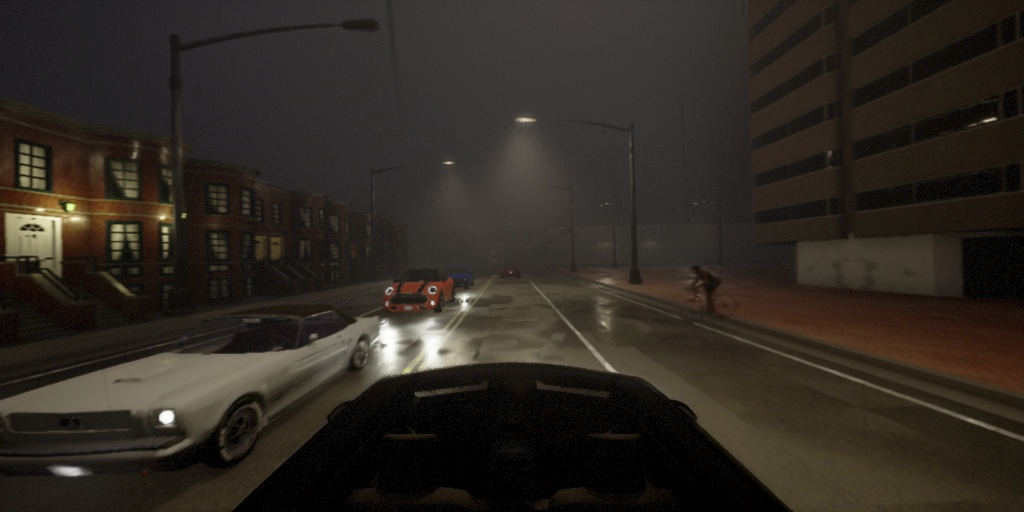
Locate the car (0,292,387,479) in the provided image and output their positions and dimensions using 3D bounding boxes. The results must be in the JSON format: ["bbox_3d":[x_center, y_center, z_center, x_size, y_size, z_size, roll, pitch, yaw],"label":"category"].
[{"bbox_3d":[-3.608,1.452,5.120,1.895,1.301,4.718,-1,0,0],"label":"car"}]

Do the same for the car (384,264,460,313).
[{"bbox_3d":[-3.676,1.258,14.883,2.097,1.767,4.553,-1,0,0],"label":"car"}]

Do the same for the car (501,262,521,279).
[{"bbox_3d":[-0.142,1.507,36.254,1.994,1.385,4.181,-1,0,0],"label":"car"}]

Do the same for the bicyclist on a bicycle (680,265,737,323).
[{"bbox_3d":[5.548,1.046,10.276,1.656,1.620,0.582,-10,0,0],"label":"bicyclist on a bicycle"}]

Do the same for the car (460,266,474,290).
[{"bbox_3d":[-3.745,1.440,24.950,1.882,1.535,5.008,-1,0,0],"label":"car"}]
